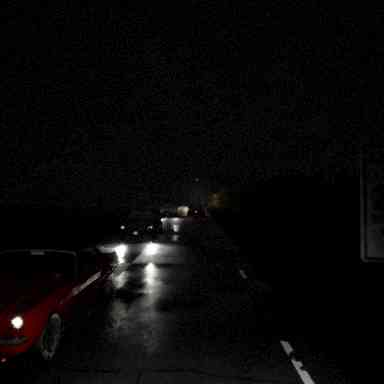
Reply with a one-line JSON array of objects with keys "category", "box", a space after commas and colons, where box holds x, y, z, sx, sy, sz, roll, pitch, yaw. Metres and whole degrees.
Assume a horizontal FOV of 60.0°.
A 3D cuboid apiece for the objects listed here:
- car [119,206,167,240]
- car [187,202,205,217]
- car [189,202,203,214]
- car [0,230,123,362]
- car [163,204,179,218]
[{"category": "car", "box": [-2.662, 1.722, 18.225, 1.812, 1.442, 4.674, 0, -1, 1]}, {"category": "car", "box": [0.472, 2.052, 36.775, 1.994, 1.385, 4.181, 0, -1, 1]}, {"category": "car", "box": [0.590, 2.169, 46.885, 1.882, 1.535, 5.008, 0, -1, 1]}, {"category": "car", "box": [-2.793, 1.664, 6.131, 1.895, 1.301, 4.718, 0, -1, 1]}, {"category": "car", "box": [-2.457, 2.003, 36.424, 1.812, 1.442, 4.674, 0, -1, 0]}]
